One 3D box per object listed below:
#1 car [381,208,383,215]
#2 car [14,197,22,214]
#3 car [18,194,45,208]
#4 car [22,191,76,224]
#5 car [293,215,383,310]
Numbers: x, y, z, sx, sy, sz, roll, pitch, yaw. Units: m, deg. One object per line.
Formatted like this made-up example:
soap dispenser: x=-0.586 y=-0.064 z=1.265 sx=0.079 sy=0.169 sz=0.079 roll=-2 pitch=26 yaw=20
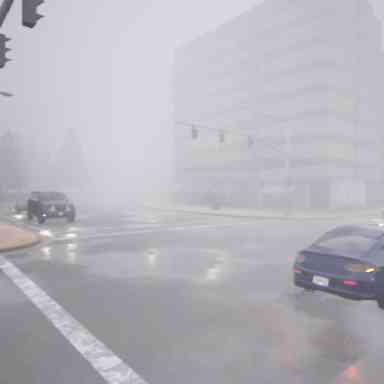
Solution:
car: x=17.974 y=1.474 z=28.498 sx=4.892 sy=1.490 sz=1.837 roll=0 pitch=0 yaw=-40
car: x=-15.222 y=1.182 z=30.807 sx=1.812 sy=1.442 sz=4.674 roll=0 pitch=0 yaw=-31
car: x=-19.358 y=1.063 z=40.319 sx=2.128 sy=1.511 sz=4.902 roll=0 pitch=0 yaw=-15
car: x=-9.747 y=0.964 z=22.807 sx=2.150 sy=2.045 sz=5.566 roll=0 pitch=0 yaw=-37
car: x=4.149 y=1.479 z=7.610 sx=4.674 sy=1.442 sz=1.812 roll=0 pitch=0 yaw=-40
